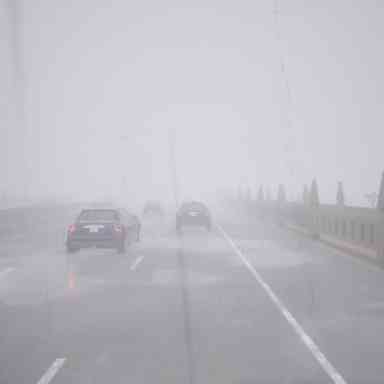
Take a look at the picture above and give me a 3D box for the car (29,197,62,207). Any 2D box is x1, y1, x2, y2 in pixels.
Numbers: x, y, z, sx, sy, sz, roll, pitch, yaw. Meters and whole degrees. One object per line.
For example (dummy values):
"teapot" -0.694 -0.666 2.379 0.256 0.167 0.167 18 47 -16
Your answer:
"car" -17.990 1.504 40.362 1.837 1.490 4.892 0 0 -1

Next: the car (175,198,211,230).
"car" 0.061 1.351 21.240 2.097 1.767 4.553 0 0 0

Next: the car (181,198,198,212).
"car" -0.325 1.476 39.098 1.882 1.535 5.008 0 0 -2

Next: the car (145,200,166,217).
"car" -3.622 1.503 31.865 1.837 1.490 4.892 0 0 -1

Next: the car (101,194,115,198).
"car" -15.008 1.007 59.529 2.097 1.767 4.553 0 0 -2

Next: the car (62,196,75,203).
"car" -21.975 1.415 58.295 1.837 1.490 4.892 0 0 -2

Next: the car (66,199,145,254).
"car" -3.405 1.351 13.690 2.097 1.767 4.553 0 0 0
